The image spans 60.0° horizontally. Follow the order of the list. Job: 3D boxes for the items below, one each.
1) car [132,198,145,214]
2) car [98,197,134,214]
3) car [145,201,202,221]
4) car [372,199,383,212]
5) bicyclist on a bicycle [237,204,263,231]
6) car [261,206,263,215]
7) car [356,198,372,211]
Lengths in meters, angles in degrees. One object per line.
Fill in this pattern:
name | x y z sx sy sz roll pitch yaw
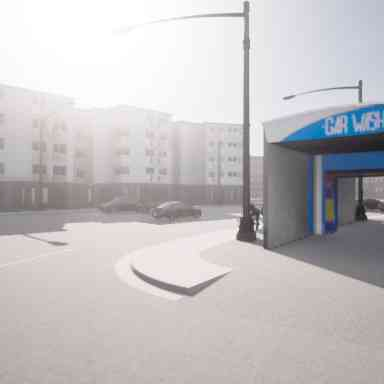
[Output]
car | -3.518 1.597 34.854 4.718 1.301 1.895 0 0 -41
car | -7.725 1.348 35.557 4.553 1.767 2.097 0 0 -43
car | -1.218 1.523 27.091 1.812 1.442 4.674 0 0 43
car | 22.607 1.526 36.488 4.674 1.442 1.812 0 0 -18
bicyclist on a bicycle | 3.193 1.300 18.293 1.656 1.620 0.582 0 0 38
car | 8.553 1.349 30.570 4.553 1.767 2.097 0 0 -34
car | 20.987 1.504 39.644 4.892 1.490 1.837 0 0 -18
